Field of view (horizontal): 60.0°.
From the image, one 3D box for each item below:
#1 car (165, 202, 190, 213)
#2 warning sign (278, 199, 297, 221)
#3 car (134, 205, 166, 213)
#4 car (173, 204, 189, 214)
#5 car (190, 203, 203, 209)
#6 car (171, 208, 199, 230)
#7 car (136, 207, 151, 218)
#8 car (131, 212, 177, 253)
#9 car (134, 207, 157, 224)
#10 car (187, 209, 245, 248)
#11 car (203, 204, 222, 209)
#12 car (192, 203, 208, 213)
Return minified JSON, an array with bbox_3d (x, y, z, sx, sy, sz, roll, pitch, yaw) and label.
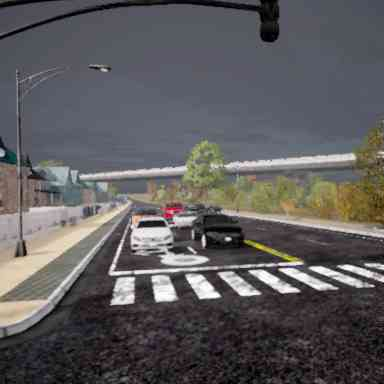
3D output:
[{"bbox_3d":[-1.949,2.093,36.771,2.150,2.045,5.566,-1,-1,-8],"label":"car"},{"bbox_3d":[8.680,1.627,30.163,1.300,1.860,1.060,1,0,-9],"label":"warning sign"},{"bbox_3d":[-3.372,2.001,25.036,2.097,1.767,4.553,-1,-1,-9],"label":"car"},{"bbox_3d":[-1.919,2.868,57.267,2.033,1.411,5.357,-1,-1,-9],"label":"car"},{"bbox_3d":[-0.250,2.550,46.984,2.128,1.511,4.902,-1,-1,-9],"label":"car"},{"bbox_3d":[-0.286,2.215,26.357,1.895,1.301,4.718,-1,-1,-9],"label":"car"},{"bbox_3d":[-6.482,2.733,44.467,1.895,1.301,4.718,-1,-1,-9],"label":"car"},{"bbox_3d":[-1.925,1.956,16.108,1.812,1.442,4.674,-1,-1,-7],"label":"car"},{"bbox_3d":[-4.882,2.373,34.447,2.128,1.511,4.902,-1,-1,-9],"label":"car"},{"bbox_3d":[1.203,1.866,17.151,1.882,1.535,5.008,-1,-1,-9],"label":"car"},{"bbox_3d":[2.957,2.495,47.500,2.128,1.511,4.902,-1,-1,-9],"label":"car"},{"bbox_3d":[1.287,2.771,57.789,1.837,1.490,4.892,-1,-1,-9],"label":"car"}]
